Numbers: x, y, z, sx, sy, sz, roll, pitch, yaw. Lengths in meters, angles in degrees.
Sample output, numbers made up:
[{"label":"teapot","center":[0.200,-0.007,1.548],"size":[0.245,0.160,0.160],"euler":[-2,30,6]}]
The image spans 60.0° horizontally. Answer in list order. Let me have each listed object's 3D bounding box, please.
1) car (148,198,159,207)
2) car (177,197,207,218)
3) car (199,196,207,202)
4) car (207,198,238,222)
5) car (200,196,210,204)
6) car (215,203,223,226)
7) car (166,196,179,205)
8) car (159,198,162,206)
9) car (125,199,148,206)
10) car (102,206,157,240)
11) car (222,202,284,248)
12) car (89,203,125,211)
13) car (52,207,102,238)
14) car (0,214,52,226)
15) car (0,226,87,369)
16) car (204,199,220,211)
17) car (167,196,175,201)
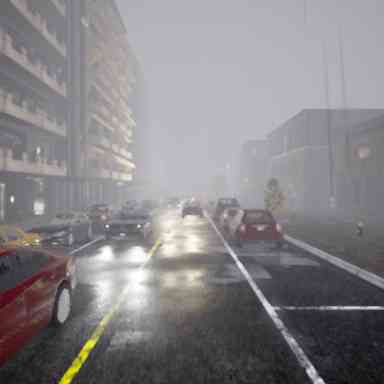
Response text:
[{"label":"car","center":[-5.783,1.633,43.255],"size":[1.947,1.339,4.313],"euler":[-1,0,0]},{"label":"car","center":[0.043,1.531,30.068],"size":[2.128,1.511,4.902],"euler":[0,0,0]},{"label":"car","center":[2.528,1.653,77.308],"size":[1.887,1.381,4.507],"euler":[-1,0,0]},{"label":"car","center":[2.628,1.345,26.213],"size":[2.192,1.841,5.009],"euler":[-1,0,0]},{"label":"car","center":[2.551,1.616,66.124],"size":[1.752,1.417,4.829],"euler":[-1,0,0]},{"label":"car","center":[2.644,1.604,20.535],"size":[1.802,1.307,4.206],"euler":[-1,0,0]},{"label":"car","center":[-3.150,1.568,61.404],"size":[1.882,1.535,5.008],"euler":[0,0,0]},{"label":"car","center":[-5.795,1.620,48.933],"size":[1.887,1.381,4.507],"euler":[-1,0,0]},{"label":"car","center":[-5.768,1.490,31.901],"size":[1.967,1.590,4.097],"euler":[-1,0,0]},{"label":"car","center":[-3.118,1.627,17.216],"size":[1.895,1.301,4.718],"euler":[0,0,0]},{"label":"car","center":[2.675,1.455,14.859],"size":[1.967,1.590,4.097],"euler":[-1,0,0]},{"label":"car","center":[-5.723,1.475,20.546],"size":[1.967,1.590,4.097],"euler":[-1,0,0]},{"label":"car","center":[-5.746,1.578,14.869],"size":[2.008,1.369,4.403],"euler":[-1,0,0]},{"label":"car","center":[-5.788,1.545,9.021],"size":[1.752,1.417,4.829],"euler":[-1,0,0]},{"label":"car","center":[-3.103,1.487,4.206],"size":[1.882,1.535,5.008],"euler":[0,0,0]},{"label":"car","center":[2.598,1.636,43.244],"size":[1.802,1.307,4.206],"euler":[-1,0,0]},{"label":"car","center":[-5.887,1.716,94.353],"size":[1.947,1.339,4.313],"euler":[-1,0,0]}]
